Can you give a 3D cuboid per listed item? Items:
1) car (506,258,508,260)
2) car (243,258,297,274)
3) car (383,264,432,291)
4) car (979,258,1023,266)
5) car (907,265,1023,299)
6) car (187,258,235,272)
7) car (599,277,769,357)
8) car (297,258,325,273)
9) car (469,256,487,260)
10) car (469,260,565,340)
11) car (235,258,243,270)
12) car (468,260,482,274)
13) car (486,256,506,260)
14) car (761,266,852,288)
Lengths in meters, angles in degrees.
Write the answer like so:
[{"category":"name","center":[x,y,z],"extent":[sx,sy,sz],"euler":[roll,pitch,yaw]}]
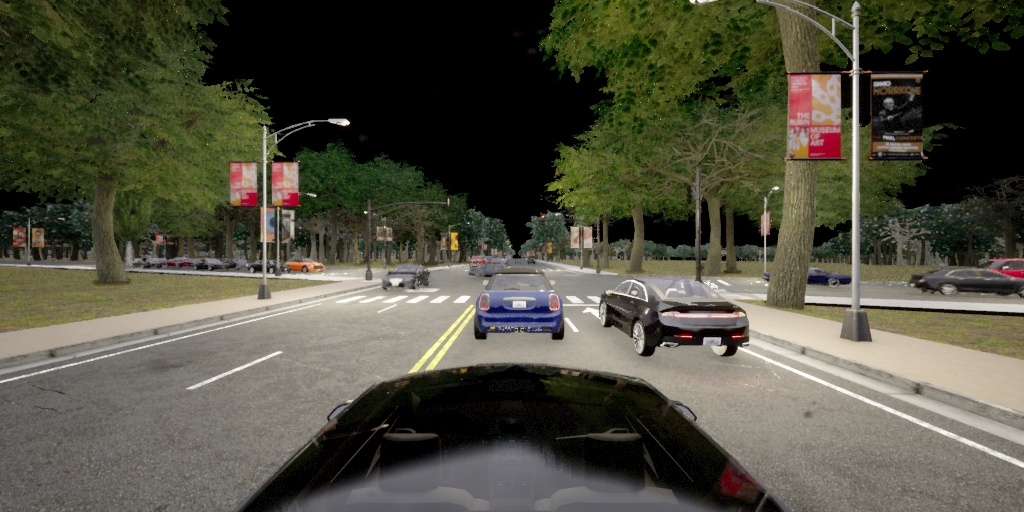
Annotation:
[{"category":"car","center":[-2.210,1.359,64.872],"extent":[1.895,1.301,4.718],"euler":[0,0,1]},{"category":"car","center":[-25.920,1.102,38.368],"extent":[5.008,1.535,1.882],"euler":[0,0,22]},{"category":"car","center":[-6.240,1.241,21.783],"extent":[2.128,1.511,4.902],"euler":[0,0,1]},{"category":"car","center":[29.307,1.153,21.077],"extent":[5.566,2.045,2.150],"euler":[0,0,25]},{"category":"car","center":[24.855,1.418,19.293],"extent":[4.892,1.490,1.837],"euler":[0,0,24]},{"category":"car","center":[-36.006,1.048,42.880],"extent":[5.008,1.535,1.882],"euler":[0,0,24]},{"category":"car","center":[3.428,1.241,8.548],"extent":[2.128,1.511,4.902],"euler":[0,0,0]},{"category":"car","center":[-23.633,0.981,40.913],"extent":[4.553,1.767,2.097],"euler":[0,0,24]},{"category":"car","center":[-5.630,0.978,57.948],"extent":[2.150,2.045,5.566],"euler":[0,0,1]},{"category":"car","center":[0.191,1.102,10.136],"extent":[2.097,1.767,4.553],"euler":[0,0,1]},{"category":"car","center":[-35.306,1.057,46.130],"extent":[4.902,1.511,2.128],"euler":[0,0,24]},{"category":"car","center":[-1.113,1.303,30.870],"extent":[5.357,1.411,2.033],"euler":[0,0,24]},{"category":"car","center":[-2.401,1.108,55.881],"extent":[2.097,1.767,4.553],"euler":[0,0,1]},{"category":"car","center":[20.393,1.478,25.058],"extent":[4.718,1.301,1.895],"euler":[0,0,24]}]
